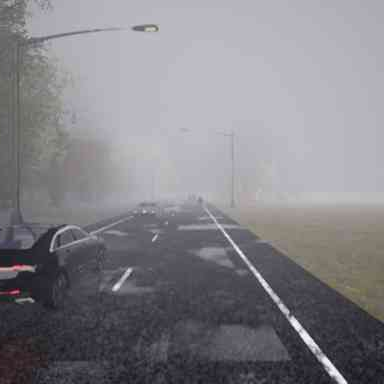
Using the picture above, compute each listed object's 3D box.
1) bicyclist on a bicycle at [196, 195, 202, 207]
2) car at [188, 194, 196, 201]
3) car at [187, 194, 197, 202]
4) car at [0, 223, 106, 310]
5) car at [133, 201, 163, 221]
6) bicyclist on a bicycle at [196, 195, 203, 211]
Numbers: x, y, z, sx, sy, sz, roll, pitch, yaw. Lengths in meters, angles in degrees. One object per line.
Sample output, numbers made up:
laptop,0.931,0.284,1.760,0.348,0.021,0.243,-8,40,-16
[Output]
bicyclist on a bicycle,0.967,1.263,45.559,0.866,1.612,1.509,0,0,0
car,-0.020,1.203,78.311,1.837,1.490,4.892,0,0,0
car,0.013,1.222,67.673,1.882,1.535,5.008,0,-1,1
car,-3.405,1.461,7.720,2.128,1.511,4.902,0,0,0
car,-3.408,1.447,26.254,2.033,1.411,5.357,0,0,0
bicyclist on a bicycle,0.955,1.232,36.316,0.659,1.776,1.843,0,0,0
